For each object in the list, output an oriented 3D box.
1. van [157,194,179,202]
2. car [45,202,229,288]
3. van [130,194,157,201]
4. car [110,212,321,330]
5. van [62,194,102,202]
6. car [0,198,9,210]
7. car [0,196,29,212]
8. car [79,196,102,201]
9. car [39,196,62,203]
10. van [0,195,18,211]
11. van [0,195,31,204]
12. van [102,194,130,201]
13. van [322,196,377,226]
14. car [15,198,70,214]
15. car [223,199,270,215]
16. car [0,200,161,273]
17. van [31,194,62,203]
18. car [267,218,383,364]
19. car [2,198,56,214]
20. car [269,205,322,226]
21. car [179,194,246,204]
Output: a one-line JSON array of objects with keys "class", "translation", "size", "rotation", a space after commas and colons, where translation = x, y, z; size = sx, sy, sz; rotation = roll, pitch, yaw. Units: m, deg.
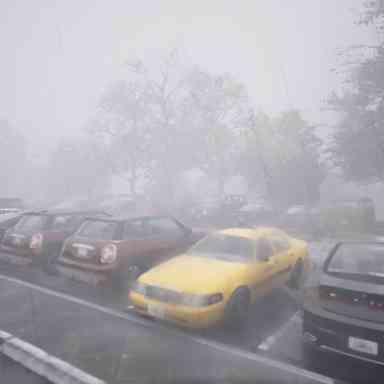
[{"class": "van", "translation": [-0.216, 1.174, 24.601], "size": [1.878, 1.987, 4.442], "rotation": [0, 0, 36]}, {"class": "car", "translation": [-1.157, 1.334, 9.005], "size": [2.185, 1.767, 4.553], "rotation": [0, 0, 36]}, {"class": "van", "translation": [-2.366, 1.155, 26.140], "size": [1.878, 1.987, 4.442], "rotation": [1, 0, 36]}, {"class": "car", "translation": [1.009, 1.476, 7.264], "size": [1.946, 1.575, 5.366], "rotation": [1, 0, 36]}, {"class": "van", "translation": [-9.246, 1.168, 30.780], "size": [1.878, 1.987, 4.442], "rotation": [-1, 0, 36]}, {"class": "car", "translation": [-27.197, 1.596, 43.771], "size": [2.231, 1.521, 4.892], "rotation": [-1, 0, 36]}, {"class": "car", "translation": [-22.708, 1.419, 40.526], "size": [2.185, 1.767, 4.553], "rotation": [-1, 0, 36]}, {"class": "car", "translation": [-6.921, 1.369, 29.265], "size": [2.097, 1.535, 5.008], "rotation": [-1, 0, 36]}, {"class": "car", "translation": [-11.534, 1.416, 32.335], "size": [1.946, 1.575, 5.366], "rotation": [-1, 0, 36]}, {"class": "van", "translation": [-24.874, 1.344, 42.259], "size": [1.878, 1.987, 4.442], "rotation": [-1, 0, 36]}, {"class": "van", "translation": [-10.235, 1.156, 15.401], "size": [1.878, 1.987, 4.442], "rotation": [0, 0, 36]}, {"class": "van", "translation": [-4.862, 1.135, 27.641], "size": [1.878, 1.987, 4.442], "rotation": [0, 0, 36]}, {"class": "van", "translation": [8.793, 1.251, 18.149], "size": [1.878, 1.987, 4.442], "rotation": [0, 0, 36]}, {"class": "car", "translation": [-15.935, 1.470, 35.707], "size": [2.231, 1.521, 4.892], "rotation": [-1, 0, 36]}, {"class": "car", "translation": [4.318, 1.439, 21.204], "size": [2.097, 1.535, 5.008], "rotation": [0, 0, 36]}, {"class": "car", "translation": [-3.414, 1.315, 10.621], "size": [2.185, 1.767, 4.553], "rotation": [0, 0, 36]}, {"class": "van", "translation": [-13.613, 1.218, 34.195], "size": [1.878, 1.987, 4.442], "rotation": [-1, 0, 36]}, {"class": "car", "translation": [3.371, 1.500, 5.793], "size": [2.231, 1.521, 4.892], "rotation": [0, 0, 36]}, {"class": "car", "translation": [-18.187, 1.494, 37.320], "size": [2.097, 1.535, 5.008], "rotation": [-1, 0, 36]}, {"class": "car", "translation": [6.573, 1.499, 19.593], "size": [2.002, 1.452, 4.674], "rotation": [0, 0, 36]}, {"class": "car", "translation": [1.953, 1.168, 22.869], "size": [2.435, 2.045, 5.566], "rotation": [0, 0, 36]}]
